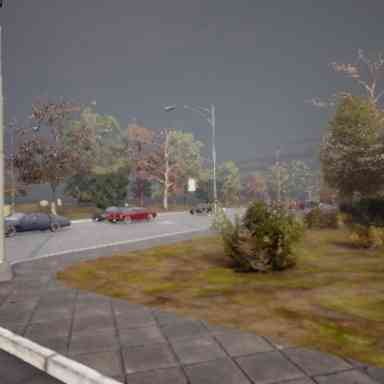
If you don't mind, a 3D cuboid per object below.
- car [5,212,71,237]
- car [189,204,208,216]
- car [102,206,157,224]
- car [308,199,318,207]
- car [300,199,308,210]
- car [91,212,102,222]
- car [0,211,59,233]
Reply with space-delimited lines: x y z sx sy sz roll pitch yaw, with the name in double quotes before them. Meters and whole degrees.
"car" -10.518 1.990 21.467 2.033 1.411 5.357 -2 -1 33
"car" 1.519 2.103 40.241 1.895 1.301 4.718 -2 -1 31
"car" -5.275 2.057 29.495 1.895 1.301 4.718 -2 -1 32
"car" 19.770 1.964 55.657 1.837 1.490 4.892 -2 -2 33
"car" 14.377 1.727 47.195 2.097 1.767 4.553 -2 -2 32
"car" -7.325 2.109 32.787 2.033 1.411 5.357 -2 -1 32
"car" -12.575 2.148 24.693 1.895 1.301 4.718 -2 -1 33
